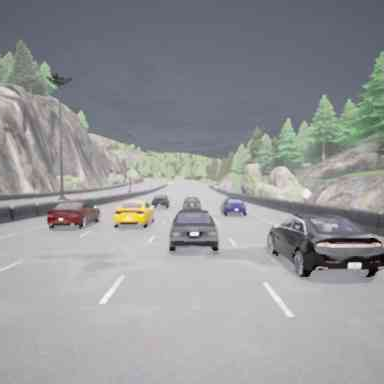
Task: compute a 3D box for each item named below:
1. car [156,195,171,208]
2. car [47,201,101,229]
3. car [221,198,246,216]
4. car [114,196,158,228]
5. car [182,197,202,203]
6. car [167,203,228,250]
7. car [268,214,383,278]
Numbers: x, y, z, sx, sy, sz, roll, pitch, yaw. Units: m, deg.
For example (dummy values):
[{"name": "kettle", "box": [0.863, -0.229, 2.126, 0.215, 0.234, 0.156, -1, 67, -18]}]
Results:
[{"name": "car", "box": [-3.523, 1.105, 38.524, 1.837, 1.490, 4.892, 0, 1, 0]}, {"name": "car", "box": [-6.962, 1.282, 20.105, 1.882, 1.535, 5.008, 0, 1, 0]}, {"name": "car", "box": [3.510, 1.226, 28.640, 1.812, 1.442, 4.674, 0, 1, 0]}, {"name": "car", "box": [-3.463, 1.271, 20.595, 1.882, 1.535, 5.008, 0, 1, 0]}, {"name": "car", "box": [-0.005, 1.206, 33.135, 2.033, 1.411, 5.357, 0, 1, 0]}, {"name": "car", "box": [0.057, 1.408, 13.530, 2.033, 1.411, 5.357, 0, 1, -1]}, {"name": "car", "box": [3.573, 1.385, 9.737, 2.128, 1.511, 4.902, 0, 1, 0]}]
